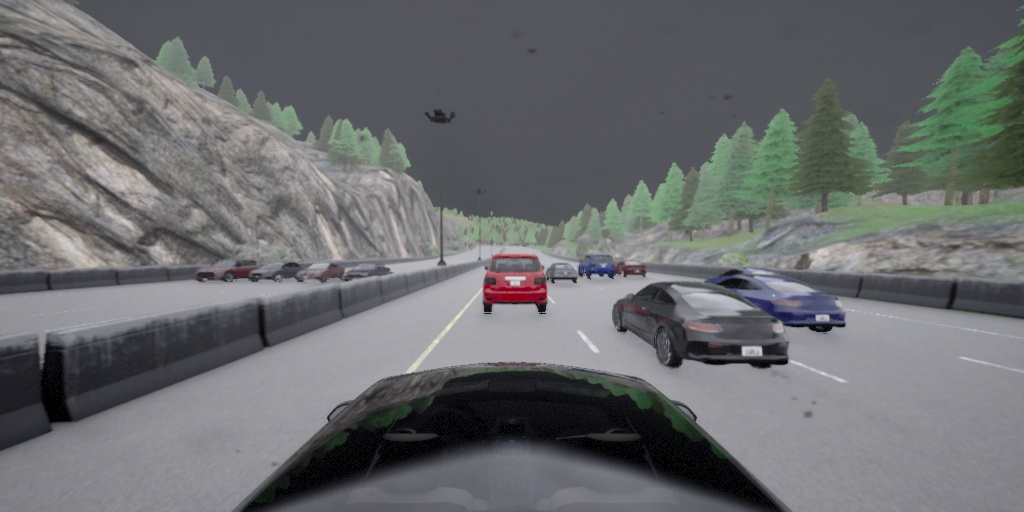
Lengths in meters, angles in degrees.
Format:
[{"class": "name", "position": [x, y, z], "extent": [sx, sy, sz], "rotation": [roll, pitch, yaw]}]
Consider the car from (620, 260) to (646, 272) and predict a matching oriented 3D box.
[{"class": "car", "position": [10.606, 1.123, 32.787], "extent": [1.882, 1.535, 5.008], "rotation": [0, 0, 0]}]

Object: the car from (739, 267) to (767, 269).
[{"class": "car", "position": [10.602, 1.227, 16.173], "extent": [1.812, 1.442, 4.674], "rotation": [0, 0, 0]}]

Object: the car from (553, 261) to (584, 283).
[{"class": "car", "position": [3.604, 1.214, 26.639], "extent": [2.033, 1.411, 5.357], "rotation": [0, 0, 0]}]

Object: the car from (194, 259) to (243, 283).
[{"class": "car", "position": [-21.092, 1.017, 26.887], "extent": [2.097, 1.767, 4.553], "rotation": [0, 0, 0]}]

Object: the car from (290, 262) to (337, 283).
[{"class": "car", "position": [-14.093, 1.191, 26.806], "extent": [1.812, 1.442, 4.674], "rotation": [0, 0, 0]}]

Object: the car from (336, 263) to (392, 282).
[{"class": "car", "position": [-10.595, 1.213, 26.686], "extent": [2.033, 1.411, 5.357], "rotation": [0, 0, 0]}]

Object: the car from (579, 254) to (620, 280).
[{"class": "car", "position": [7.105, 0.874, 30.532], "extent": [2.150, 2.045, 5.566], "rotation": [0, 0, 0]}]

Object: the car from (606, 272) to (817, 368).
[{"class": "car", "position": [3.601, 1.256, 7.680], "extent": [1.812, 1.442, 4.674], "rotation": [0, 0, 0]}]

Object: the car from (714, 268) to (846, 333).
[{"class": "car", "position": [7.101, 1.246, 10.494], "extent": [1.812, 1.442, 4.674], "rotation": [0, 0, 0]}]

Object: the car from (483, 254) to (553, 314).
[{"class": "car", "position": [0.102, 0.931, 13.781], "extent": [2.150, 2.045, 5.566], "rotation": [0, 0, 0]}]

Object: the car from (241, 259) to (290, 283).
[{"class": "car", "position": [-17.593, 1.169, 27.136], "extent": [1.837, 1.490, 4.892], "rotation": [0, 0, 0]}]
